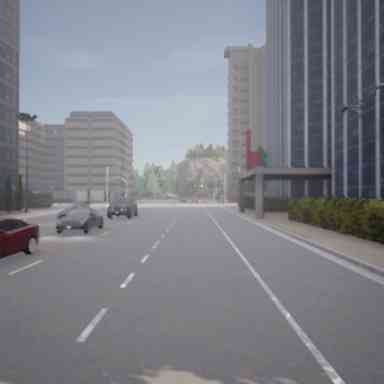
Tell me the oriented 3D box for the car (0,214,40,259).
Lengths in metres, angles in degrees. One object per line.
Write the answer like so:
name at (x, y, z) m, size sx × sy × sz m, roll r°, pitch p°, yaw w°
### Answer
car at (-7.020, 1.589, 11.267) m, size 1.882 × 1.535 × 5.008 m, roll 0°, pitch -1°, yaw 1°

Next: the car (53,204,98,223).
car at (-10.325, 1.843, 29.967) m, size 2.033 × 1.411 × 5.357 m, roll 0°, pitch -1°, yaw 1°

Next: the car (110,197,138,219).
car at (-6.785, 1.550, 33.107) m, size 2.150 × 2.045 × 5.566 m, roll 0°, pitch -1°, yaw 1°

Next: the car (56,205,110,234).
car at (-6.929, 1.735, 21.110) m, size 1.812 × 1.442 × 4.674 m, roll 0°, pitch -1°, yaw 1°
